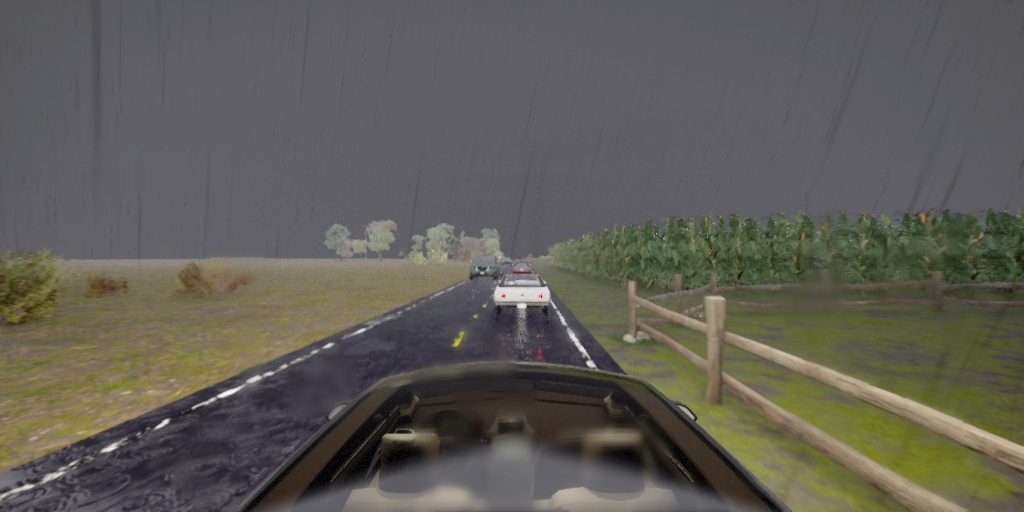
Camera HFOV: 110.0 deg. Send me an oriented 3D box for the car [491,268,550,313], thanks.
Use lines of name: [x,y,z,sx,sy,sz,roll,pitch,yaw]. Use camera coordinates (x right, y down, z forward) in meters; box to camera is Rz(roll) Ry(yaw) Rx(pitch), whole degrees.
car: [0.385,1.338,13.949,1.895,1.301,4.718,0,0,1]

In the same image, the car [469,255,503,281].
car: [-2.156,0.920,29.628,2.150,2.045,5.566,0,0,2]

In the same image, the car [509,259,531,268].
car: [0.969,1.266,36.405,1.994,1.385,4.181,0,0,1]
